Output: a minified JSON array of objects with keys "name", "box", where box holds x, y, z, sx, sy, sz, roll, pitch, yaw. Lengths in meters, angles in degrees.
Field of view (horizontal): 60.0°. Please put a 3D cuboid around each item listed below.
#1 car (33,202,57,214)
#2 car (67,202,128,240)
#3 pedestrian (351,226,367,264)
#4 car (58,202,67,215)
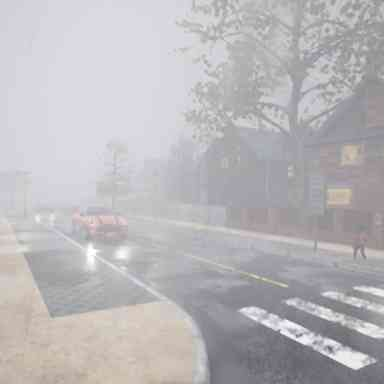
[{"name":"car","box":[-18.058,1.956,40.318,1.895,1.301,4.718,1,-1,-30]},{"name":"car","box":[-5.036,1.481,17.889,2.097,1.767,4.553,1,-1,-30]},{"name":"pedestrian","box":[5.247,1.295,10.355,0.375,1.860,0.375,1,0,-30]},{"name":"car","box":[-14.233,1.917,39.371,1.812,1.442,4.674,1,-1,-30]}]
